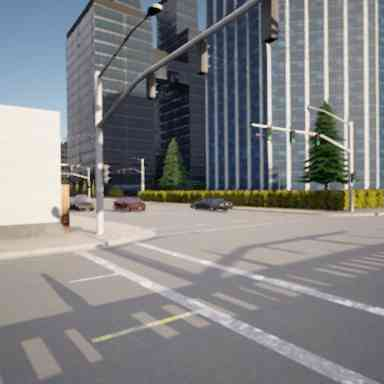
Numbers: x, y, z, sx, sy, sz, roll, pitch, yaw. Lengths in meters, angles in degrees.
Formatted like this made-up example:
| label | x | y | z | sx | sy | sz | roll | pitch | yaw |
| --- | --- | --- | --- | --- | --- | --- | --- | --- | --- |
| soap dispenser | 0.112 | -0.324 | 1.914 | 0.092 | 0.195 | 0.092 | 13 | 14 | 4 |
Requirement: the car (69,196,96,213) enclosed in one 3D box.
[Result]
| label | x | y | z | sx | sy | sz | roll | pitch | yaw |
| --- | --- | --- | --- | --- | --- | --- | --- | --- | --- |
| car | -12.325 | 1.433 | 36.599 | 2.033 | 1.411 | 5.357 | -1 | 1 | -35 |

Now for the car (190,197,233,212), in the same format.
| label | x | y | z | sx | sy | sz | roll | pitch | yaw |
| --- | --- | --- | --- | --- | --- | --- | --- | --- | --- |
| car | 1.979 | 1.273 | 34.790 | 2.033 | 1.411 | 5.357 | -1 | 1 | -36 |

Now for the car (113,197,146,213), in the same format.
| label | x | y | z | sx | sy | sz | roll | pitch | yaw |
| --- | --- | --- | --- | --- | --- | --- | --- | --- | --- |
| car | -6.548 | 1.310 | 34.519 | 1.882 | 1.535 | 5.008 | -1 | 1 | -35 |
